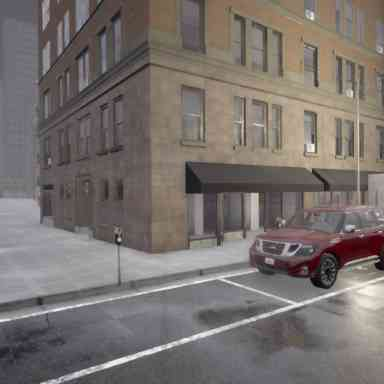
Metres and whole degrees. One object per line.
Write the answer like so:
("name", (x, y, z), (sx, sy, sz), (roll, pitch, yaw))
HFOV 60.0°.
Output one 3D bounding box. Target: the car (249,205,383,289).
("car", (3.873, 1.313, 9.319), (5.009, 1.841, 2.192), (0, -1, -36))
